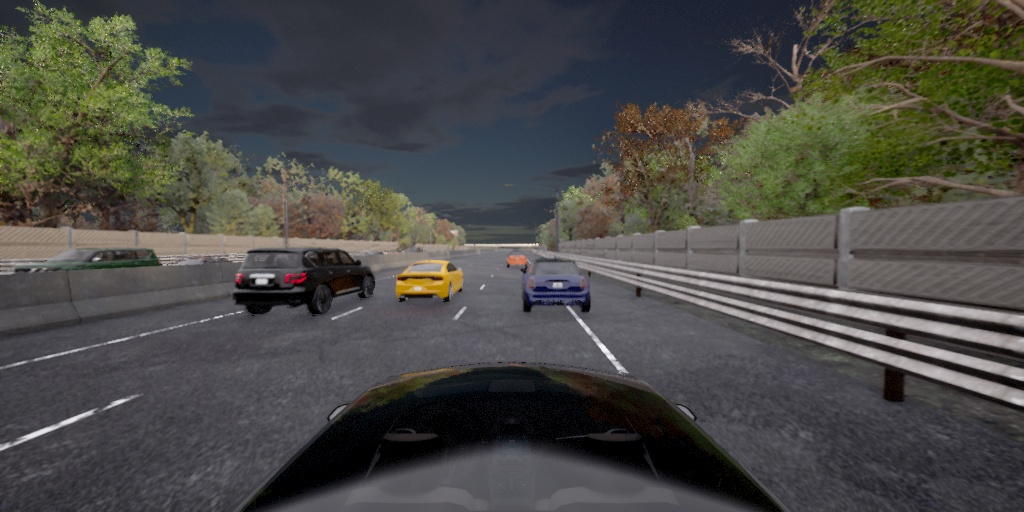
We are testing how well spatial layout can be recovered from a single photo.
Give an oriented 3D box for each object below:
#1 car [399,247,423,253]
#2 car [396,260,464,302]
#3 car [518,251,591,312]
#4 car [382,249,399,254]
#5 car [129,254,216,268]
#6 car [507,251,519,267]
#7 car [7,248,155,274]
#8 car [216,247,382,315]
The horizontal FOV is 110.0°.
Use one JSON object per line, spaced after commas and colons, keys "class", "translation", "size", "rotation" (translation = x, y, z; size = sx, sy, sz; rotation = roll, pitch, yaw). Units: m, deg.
{"class": "car", "translation": [-16.709, -0.428, 60.731], "size": [2.150, 2.045, 5.566], "rotation": [0, 1, 1]}
{"class": "car", "translation": [-3.205, 0.909, 14.831], "size": [1.882, 1.535, 5.008], "rotation": [0, 1, 1]}
{"class": "car", "translation": [1.389, 0.825, 12.798], "size": [2.097, 1.767, 4.553], "rotation": [0, 1, 1]}
{"class": "car", "translation": [-20.200, -0.303, 61.209], "size": [2.097, 1.767, 4.553], "rotation": [0, 1, 1]}
{"class": "car", "translation": [-17.338, 0.812, 19.767], "size": [1.882, 1.535, 5.008], "rotation": [0, 1, 1]}
{"class": "car", "translation": [0.562, 0.220, 37.807], "size": [2.097, 1.767, 4.553], "rotation": [0, 1, 1]}
{"class": "car", "translation": [-20.865, 0.606, 17.934], "size": [2.150, 2.045, 5.566], "rotation": [0, 1, 1]}
{"class": "car", "translation": [-6.743, 0.718, 12.402], "size": [2.150, 2.045, 5.566], "rotation": [0, 1, 1]}
